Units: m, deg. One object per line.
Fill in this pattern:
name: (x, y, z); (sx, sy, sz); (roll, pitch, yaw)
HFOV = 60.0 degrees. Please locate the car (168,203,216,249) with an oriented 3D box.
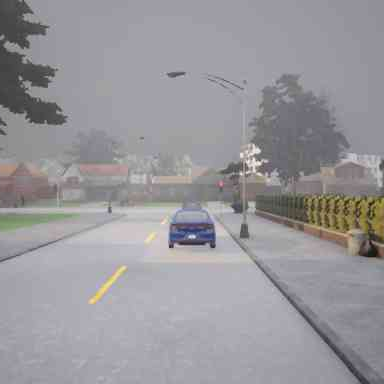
car: (0.000, 1.484, 14.650); (1.882, 1.535, 5.008); (0, 0, 0)

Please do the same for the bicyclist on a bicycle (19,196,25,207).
bicyclist on a bicycle: (-24.168, 1.347, 47.390); (0.582, 1.620, 1.656); (0, 0, 0)
